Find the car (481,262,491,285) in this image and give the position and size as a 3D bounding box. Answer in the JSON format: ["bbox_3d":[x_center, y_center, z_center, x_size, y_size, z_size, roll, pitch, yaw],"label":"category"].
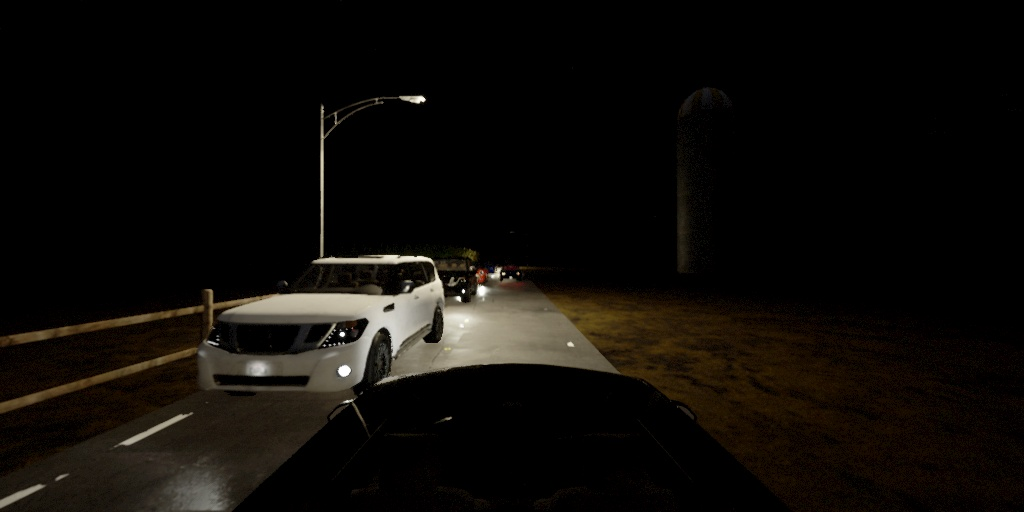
[{"bbox_3d":[-2.995,1.246,27.637,2.097,1.767,4.553,0,0,0],"label":"car"}]

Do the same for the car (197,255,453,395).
[{"bbox_3d":[-2.858,0.999,6.979,2.150,2.045,5.566,0,0,3],"label":"car"}]

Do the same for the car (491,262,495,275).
[{"bbox_3d":[-3.168,1.506,45.299,1.882,1.535,5.008,0,0,0],"label":"car"}]

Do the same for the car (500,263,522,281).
[{"bbox_3d":[-0.119,1.527,32.113,1.895,1.301,4.718,0,0,-1],"label":"car"}]

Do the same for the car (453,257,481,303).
[{"bbox_3d":[-2.956,1.052,17.449,2.150,2.045,5.566,0,0,-1],"label":"car"}]
